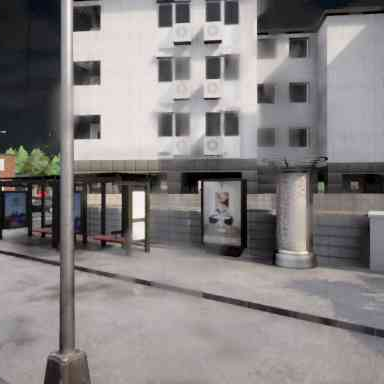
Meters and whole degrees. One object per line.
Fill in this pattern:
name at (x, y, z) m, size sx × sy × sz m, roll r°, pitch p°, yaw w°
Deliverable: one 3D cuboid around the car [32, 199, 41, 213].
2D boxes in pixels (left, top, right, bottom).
car at (-16.147, 1.505, 34.085) m, size 1.837 × 1.490 × 4.892 m, roll 0°, pitch 0°, yaw 35°
